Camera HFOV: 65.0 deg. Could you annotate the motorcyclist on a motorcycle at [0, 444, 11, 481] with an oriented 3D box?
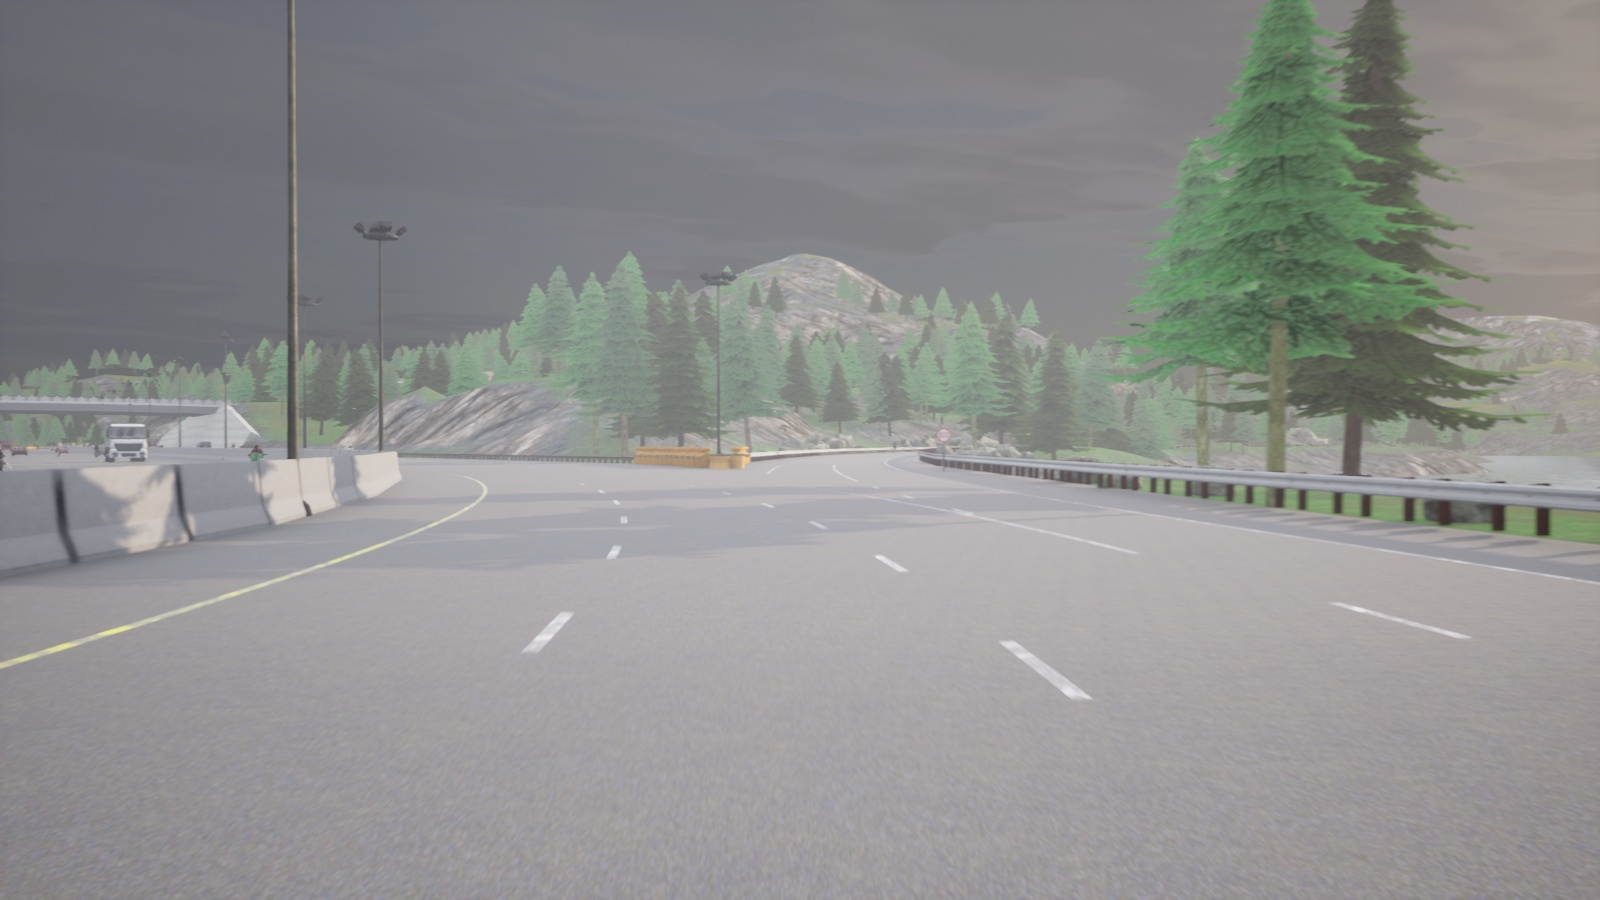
[{"bbox_3d":[-34.486,0.536,53.699,0.866,1.530,2.191,-1,1,-22],"label":"motorcyclist on a motorcycle"}]
